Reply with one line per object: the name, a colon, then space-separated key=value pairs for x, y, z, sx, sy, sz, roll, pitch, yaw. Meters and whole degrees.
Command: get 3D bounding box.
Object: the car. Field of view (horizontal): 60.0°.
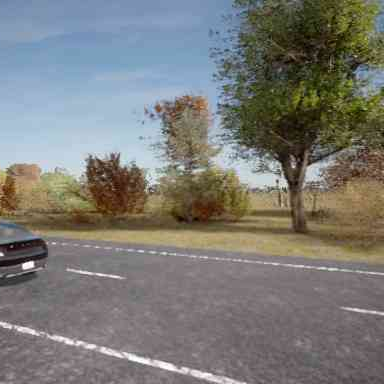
car: x=-6.079 y=1.496 z=8.921 sx=4.892 sy=1.490 sz=1.837 roll=0 pitch=0 yaw=25
